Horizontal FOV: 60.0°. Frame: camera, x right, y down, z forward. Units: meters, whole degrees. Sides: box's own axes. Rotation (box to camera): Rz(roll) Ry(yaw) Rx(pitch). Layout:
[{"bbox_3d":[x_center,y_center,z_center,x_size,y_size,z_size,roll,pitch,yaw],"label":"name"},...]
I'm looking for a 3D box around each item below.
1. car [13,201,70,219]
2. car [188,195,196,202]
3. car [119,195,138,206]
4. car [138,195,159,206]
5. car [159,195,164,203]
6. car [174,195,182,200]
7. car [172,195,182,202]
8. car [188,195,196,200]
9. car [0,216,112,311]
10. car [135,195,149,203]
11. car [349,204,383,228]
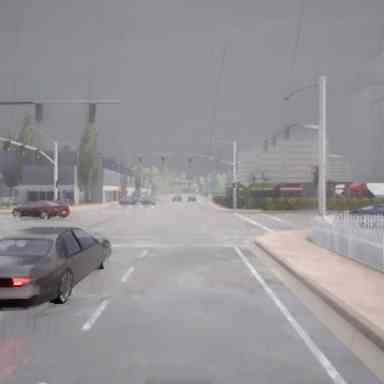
[{"bbox_3d":[-12.464,1.464,27.409,5.008,1.535,1.882,0,-1,23],"label":"car"},{"bbox_3d":[-0.001,1.481,74.740,2.128,1.511,4.902,0,0,0],"label":"car"},{"bbox_3d":[-10.557,1.325,54.347,2.097,1.767,4.553,0,0,0],"label":"car"},{"bbox_3d":[-7.060,1.325,54.395,2.097,1.767,4.553,0,0,0],"label":"car"},{"bbox_3d":[-7.001,1.444,69.850,1.882,1.535,5.008,0,0,0],"label":"car"},{"bbox_3d":[-3.501,1.384,85.014,1.994,1.385,4.181,0,0,0],"label":"car"},{"bbox_3d":[-3.501,1.496,74.740,2.033,1.411,5.357,0,0,0],"label":"car"},{"bbox_3d":[-0.001,1.427,85.045,1.895,1.301,4.718,0,0,0],"label":"car"},{"bbox_3d":[-3.421,1.543,8.026,2.033,1.411,5.357,0,0,0],"label":"car"},{"bbox_3d":[-10.501,1.491,69.804,2.128,1.511,4.902,0,0,0],"label":"car"},{"bbox_3d":[12.672,1.516,21.511,4.674,1.442,1.812,0,0,-1],"label":"car"}]
